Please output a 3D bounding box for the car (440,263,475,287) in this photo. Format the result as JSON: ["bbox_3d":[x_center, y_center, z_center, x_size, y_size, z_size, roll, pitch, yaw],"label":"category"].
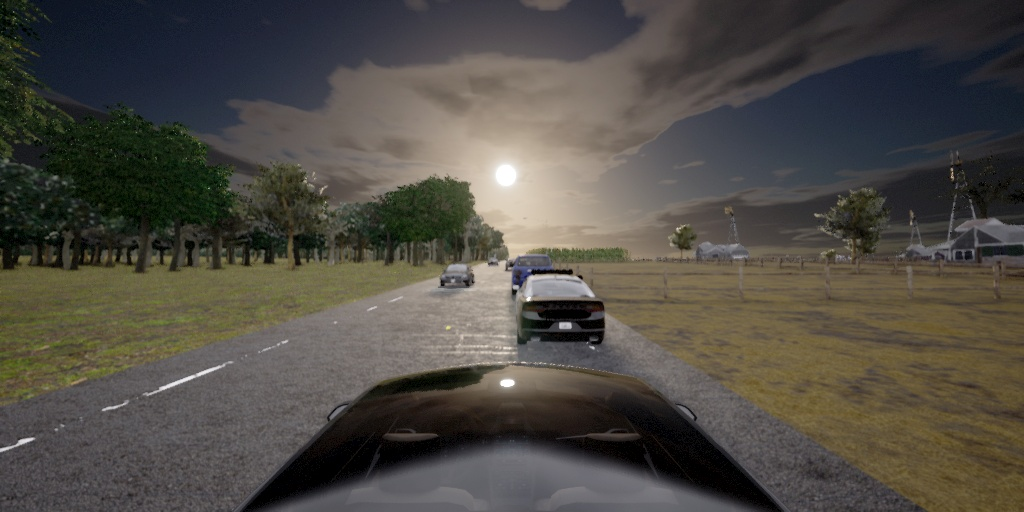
[{"bbox_3d":[-3.592,1.229,24.181,1.812,1.442,4.674,0,0,0],"label":"car"}]

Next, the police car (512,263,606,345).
[{"bbox_3d":[1.052,1.161,9.627,1.930,1.638,5.238,0,0,0],"label":"police car"}]

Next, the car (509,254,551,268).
[{"bbox_3d":[1.055,0.938,19.559,2.150,2.045,5.566,0,0,0],"label":"car"}]

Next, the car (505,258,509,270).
[{"bbox_3d":[0.051,1.131,50.136,2.128,1.511,4.902,0,0,1],"label":"car"}]
